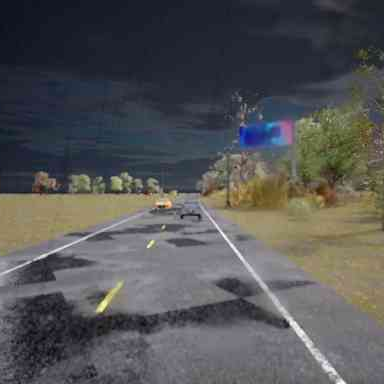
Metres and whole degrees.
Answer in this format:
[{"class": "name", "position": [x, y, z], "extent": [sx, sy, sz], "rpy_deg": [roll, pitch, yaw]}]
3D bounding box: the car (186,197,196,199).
[{"class": "car", "position": [-0.130, 1.442, 46.199], "extent": [2.097, 1.767, 4.553], "rpy_deg": [0, 0, 0]}]

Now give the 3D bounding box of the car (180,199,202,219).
[{"class": "car", "position": [-0.096, 1.606, 29.721], "extent": [2.033, 1.411, 5.357], "rpy_deg": [0, 0, 0]}]

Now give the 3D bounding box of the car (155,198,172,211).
[{"class": "car", "position": [-3.698, 1.573, 43.130], "extent": [1.882, 1.535, 5.008], "rpy_deg": [0, 0, 0]}]
